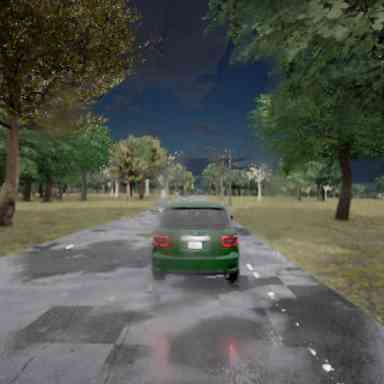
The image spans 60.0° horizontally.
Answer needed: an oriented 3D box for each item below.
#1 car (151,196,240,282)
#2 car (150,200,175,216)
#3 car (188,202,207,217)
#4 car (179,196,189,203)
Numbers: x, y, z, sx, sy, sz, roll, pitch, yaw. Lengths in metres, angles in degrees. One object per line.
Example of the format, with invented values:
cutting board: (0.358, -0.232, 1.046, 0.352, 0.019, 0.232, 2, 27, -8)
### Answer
car: (0.116, 1.273, 10.071, 2.150, 2.045, 5.566, 0, 0, 1)
car: (-3.092, 1.678, 35.579, 2.128, 1.511, 4.902, 0, 0, 2)
car: (0.593, 1.782, 35.074, 1.895, 1.301, 4.718, 0, 0, 2)
car: (-1.817, 1.769, 76.076, 2.128, 1.511, 4.902, 0, 0, 2)
